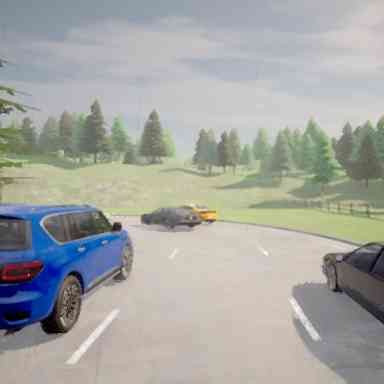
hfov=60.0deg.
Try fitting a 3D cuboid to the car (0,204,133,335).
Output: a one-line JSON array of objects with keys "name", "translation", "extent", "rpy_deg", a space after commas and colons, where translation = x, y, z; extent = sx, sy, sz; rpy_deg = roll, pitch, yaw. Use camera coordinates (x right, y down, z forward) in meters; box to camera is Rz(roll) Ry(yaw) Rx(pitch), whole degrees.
[{"name": "car", "translation": [-2.894, 1.258, 7.021], "extent": [2.150, 2.045, 5.566], "rpy_deg": [0, 0, 5]}]

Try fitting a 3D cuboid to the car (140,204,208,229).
[{"name": "car", "translation": [-1.595, 1.713, 22.920], "extent": [2.033, 1.411, 5.357], "rpy_deg": [1, -1, -37]}]

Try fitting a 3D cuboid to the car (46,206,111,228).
[{"name": "car", "translation": [-8.292, 1.736, 24.179], "extent": [4.718, 1.301, 1.895], "rpy_deg": [0, -1, 32]}]

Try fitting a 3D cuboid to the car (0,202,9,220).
[{"name": "car", "translation": [-18.698, 1.633, 28.739], "extent": [4.674, 1.442, 1.812], "rpy_deg": [0, -1, -14]}]

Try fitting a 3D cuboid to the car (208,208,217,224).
[{"name": "car", "translation": [-0.198, 1.677, 26.189], "extent": [1.882, 1.535, 5.008], "rpy_deg": [2, -1, -39]}]

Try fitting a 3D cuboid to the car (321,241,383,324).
[{"name": "car", "translation": [3.992, 1.618, 6.023], "extent": [2.033, 1.411, 5.357], "rpy_deg": [0, 0, 5]}]
